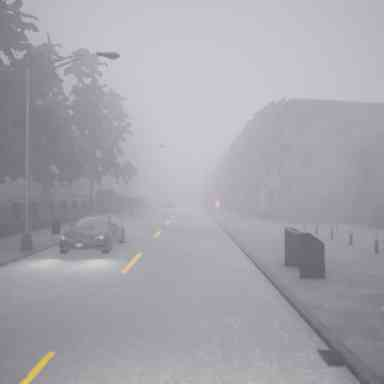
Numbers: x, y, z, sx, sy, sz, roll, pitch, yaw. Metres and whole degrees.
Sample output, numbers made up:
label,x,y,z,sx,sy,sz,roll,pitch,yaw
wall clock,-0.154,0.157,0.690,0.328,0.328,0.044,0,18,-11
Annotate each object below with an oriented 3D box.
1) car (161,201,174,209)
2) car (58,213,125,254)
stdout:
label,x,y,z,sx,sy,sz,roll,pitch,yaw
car,-4.100,2.170,56.643,1.994,1.385,4.181,0,-1,1
car,-4.089,1.680,14.335,1.812,1.442,4.674,0,-1,0
